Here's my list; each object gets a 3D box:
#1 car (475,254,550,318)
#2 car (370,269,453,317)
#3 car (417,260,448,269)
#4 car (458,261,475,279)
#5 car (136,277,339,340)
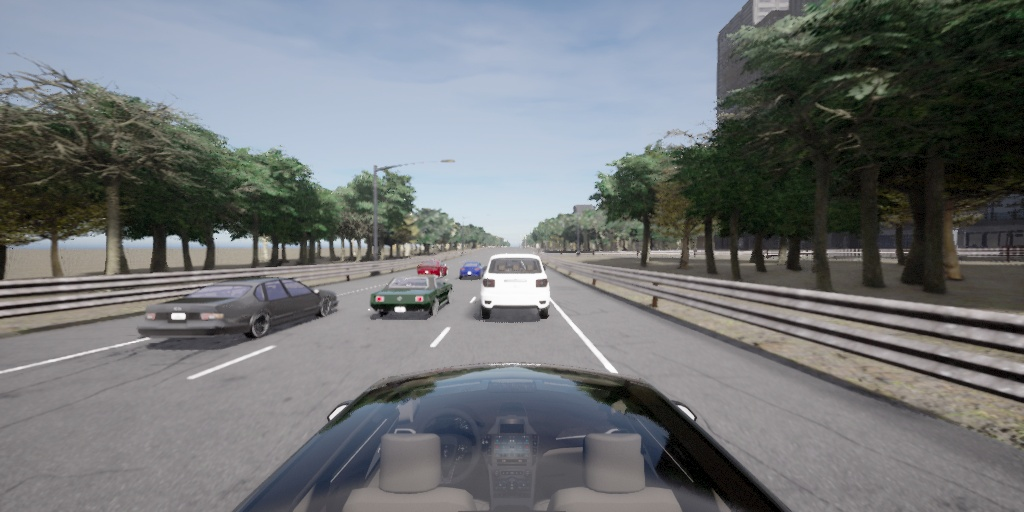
[{"bbox_3d":[0.097,0.958,13.088,2.150,2.045,5.566,0,0,0],"label":"car"},{"bbox_3d":[-3.402,1.337,13.161,1.895,1.301,4.718,0,0,0],"label":"car"},{"bbox_3d":[-6.907,1.119,31.535,1.882,1.535,5.008,0,1,0],"label":"car"},{"bbox_3d":[-3.407,1.173,31.030,1.812,1.442,4.674,0,1,0],"label":"car"},{"bbox_3d":[-6.901,1.289,9.930,2.033,1.411,5.357,0,0,0],"label":"car"}]
